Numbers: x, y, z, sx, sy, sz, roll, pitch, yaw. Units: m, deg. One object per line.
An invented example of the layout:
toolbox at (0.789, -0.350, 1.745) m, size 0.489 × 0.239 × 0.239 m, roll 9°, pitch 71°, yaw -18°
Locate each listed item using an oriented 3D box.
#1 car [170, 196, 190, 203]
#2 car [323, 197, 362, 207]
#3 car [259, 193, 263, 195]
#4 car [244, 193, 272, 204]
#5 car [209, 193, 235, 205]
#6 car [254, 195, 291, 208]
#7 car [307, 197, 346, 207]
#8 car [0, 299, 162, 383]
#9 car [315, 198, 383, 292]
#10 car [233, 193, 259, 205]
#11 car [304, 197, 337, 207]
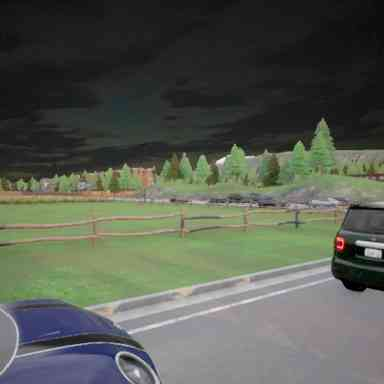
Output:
car at (-2.383, 1.495, 64.915) m, size 1.837 × 1.490 × 4.892 m, roll 0°, pitch -1°, yaw -36°
car at (23.817, 1.529, 52.744) m, size 2.033 × 1.411 × 5.357 m, roll 0°, pitch 0°, yaw -36°
car at (12.466, 1.474, 62.337) m, size 2.128 × 1.511 × 4.902 m, roll 0°, pitch 0°, yaw -36°
car at (13.315, 1.203, 67.201) m, size 2.150 × 2.045 × 5.566 m, roll 0°, pitch 0°, yaw -36°
car at (4.950, 1.463, 60.737) m, size 1.882 × 1.535 × 5.008 m, roll 0°, pitch 0°, yaw -36°
car at (11.400, 1.491, 45.997) m, size 1.837 × 1.490 × 4.892 m, roll 0°, pitch 0°, yaw -36°
car at (17.838, 1.512, 43.141) m, size 1.812 × 1.442 × 4.674 m, roll 0°, pitch 0°, yaw -36°
car at (-2.384, 1.352, 2.040) m, size 4.553 × 1.767 × 2.097 m, roll 0°, pitch 0°, yaw -36°
car at (5.509, 1.218, 7.701) m, size 5.566 × 2.045 × 2.150 m, roll 0°, pitch 0°, yaw -36°
car at (8.960, 1.208, 61.183) m, size 2.150 × 2.045 × 5.566 m, roll 0°, pitch 0°, yaw -36°
car at (20.027, 1.509, 51.995) m, size 1.812 × 1.442 × 4.674 m, roll 0°, pitch 0°, yaw -36°
